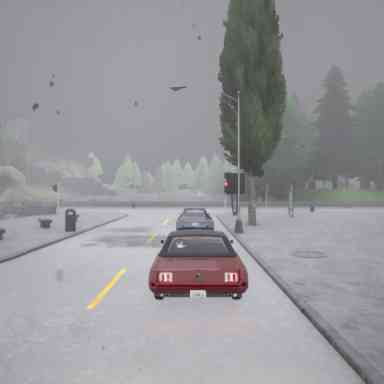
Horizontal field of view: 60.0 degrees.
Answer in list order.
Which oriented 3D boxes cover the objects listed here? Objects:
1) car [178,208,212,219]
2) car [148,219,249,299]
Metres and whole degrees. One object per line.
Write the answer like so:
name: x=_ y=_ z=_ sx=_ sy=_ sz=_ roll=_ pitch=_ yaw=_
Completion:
car: x=0.157 y=1.563 z=18.413 sx=1.994 sy=1.385 sz=4.181 roll=0 pitch=0 yaw=0
car: x=0.125 y=1.601 z=8.373 sx=1.895 sy=1.301 sz=4.718 roll=0 pitch=0 yaw=0
